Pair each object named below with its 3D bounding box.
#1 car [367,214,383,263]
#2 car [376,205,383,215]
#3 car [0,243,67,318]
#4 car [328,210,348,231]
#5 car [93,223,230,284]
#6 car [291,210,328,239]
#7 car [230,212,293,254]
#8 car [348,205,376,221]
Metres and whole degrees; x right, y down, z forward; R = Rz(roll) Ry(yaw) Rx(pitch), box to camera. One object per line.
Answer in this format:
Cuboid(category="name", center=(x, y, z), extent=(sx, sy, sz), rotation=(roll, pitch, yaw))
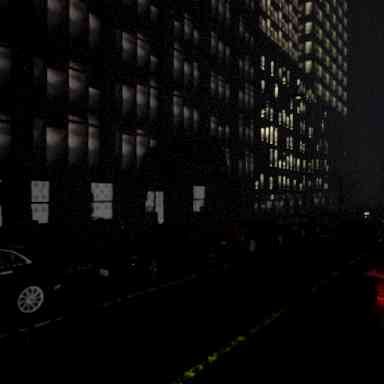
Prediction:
Cuboid(category="car", center=(7.873, 1.728, 12.106), extent=(1.837, 1.490, 4.892), rotation=(0, 0, 38))
Cuboid(category="car", center=(23.147, 2.266, 41.748), extent=(2.008, 1.369, 4.403), rotation=(-1, -1, 37))
Cuboid(category="car", center=(-4.301, 1.569, 5.505), extent=(2.008, 1.369, 4.403), rotation=(-1, -1, 37))
Cuboid(category="car", center=(9.423, 1.949, 23.627), extent=(1.802, 1.307, 4.206), rotation=(-1, -1, 37))
Cuboid(category="car", center=(-0.870, 1.671, 10.035), extent=(1.947, 1.339, 4.313), rotation=(-1, -1, 37))
Cuboid(category="car", center=(5.991, 1.831, 19.097), extent=(2.008, 1.369, 4.403), rotation=(-1, -1, 37))
Cuboid(category="car", center=(2.561, 1.737, 14.566), extent=(1.887, 1.381, 4.507), rotation=(-1, -1, 37))
Cuboid(category="car", center=(16.285, 2.092, 32.688), extent=(2.008, 1.369, 4.403), rotation=(-1, -1, 37))
